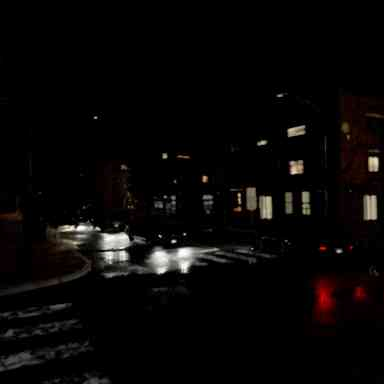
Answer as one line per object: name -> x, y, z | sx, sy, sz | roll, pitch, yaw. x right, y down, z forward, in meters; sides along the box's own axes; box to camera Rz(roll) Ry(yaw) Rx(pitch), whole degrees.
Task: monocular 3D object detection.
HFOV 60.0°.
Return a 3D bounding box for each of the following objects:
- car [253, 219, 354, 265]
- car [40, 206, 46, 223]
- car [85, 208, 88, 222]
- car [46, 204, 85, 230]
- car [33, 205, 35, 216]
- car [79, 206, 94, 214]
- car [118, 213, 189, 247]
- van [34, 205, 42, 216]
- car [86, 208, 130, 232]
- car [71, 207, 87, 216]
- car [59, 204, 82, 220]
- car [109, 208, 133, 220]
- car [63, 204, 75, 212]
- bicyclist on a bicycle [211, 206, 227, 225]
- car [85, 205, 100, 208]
car -> 3.973, 1.754, 12.518 | 1.812, 1.442, 4.674 | 0, -3, -14
car -> -16.838, 2.769, 40.043 | 1.967, 1.590, 4.097 | -1, -1, -29
car -> -11.630, 2.739, 35.950 | 1.895, 1.301, 4.718 | 0, -2, -28
car -> -11.638, 2.319, 30.280 | 2.192, 1.841, 5.009 | -1, -1, -29
car -> -27.746, 3.316, 60.133 | 2.192, 1.841, 5.009 | -1, -1, -29
car -> -20.454, 3.492, 64.273 | 1.752, 1.417, 4.829 | -1, -1, -29
car -> -2.164, 2.102, 18.535 | 2.033, 1.411, 5.357 | 0, -2, -29
van -> -22.462, 3.017, 50.411 | 1.690, 1.788, 3.998 | -1, -1, -29
car -> -6.840, 2.334, 27.123 | 2.128, 1.511, 4.902 | 0, -2, -29
car -> -19.338, 3.292, 56.610 | 1.812, 1.442, 4.674 | 0, -2, -29
car -> -16.594, 2.668, 45.178 | 2.150, 2.045, 5.566 | 0, -2, -27
car -> -9.444, 2.841, 44.040 | 2.008, 1.369, 4.403 | -1, -1, -29
car -> -30.947, 3.927, 83.570 | 2.192, 1.841, 5.009 | -1, -1, -29
bicyclist on a bicycle -> 2.346, 2.010, 28.495 | 1.656, 1.620, 0.582 | -1, -1, -29
car -> -14.712, 3.031, 48.217 | 2.033, 1.411, 5.357 | 0, -2, -28
